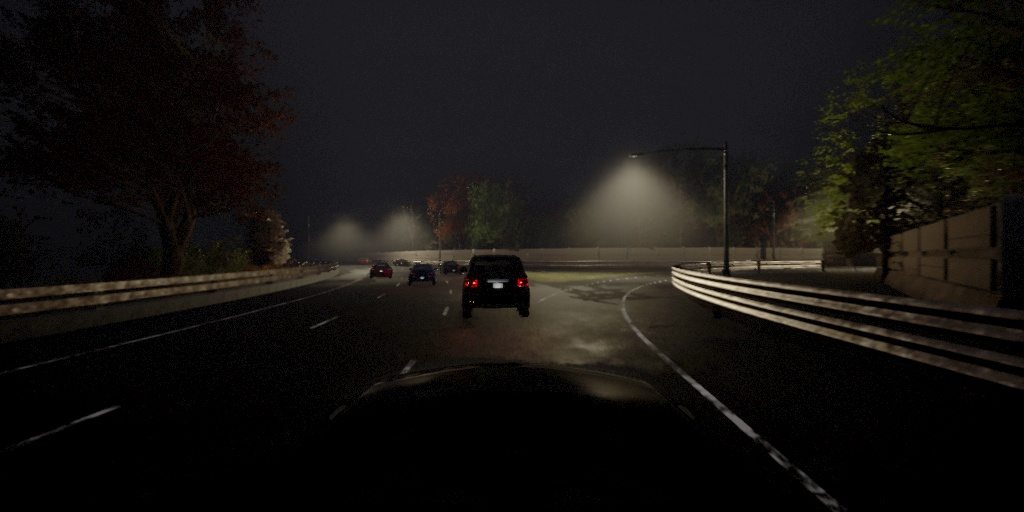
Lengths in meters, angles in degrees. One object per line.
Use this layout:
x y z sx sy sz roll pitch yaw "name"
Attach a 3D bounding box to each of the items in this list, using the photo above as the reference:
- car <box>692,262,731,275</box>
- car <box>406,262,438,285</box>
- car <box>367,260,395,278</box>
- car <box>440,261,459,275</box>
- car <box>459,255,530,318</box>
21.502 1.268 38.474 4.718 1.301 1.895 0 0 -33 "car"
-6.587 1.301 26.535 1.812 1.442 4.674 0 0 -12 "car"
-12.684 1.362 34.848 1.994 1.385 4.181 0 0 -19 "car"
-6.744 1.301 39.192 1.812 1.442 4.674 0 0 -18 "car"
-0.706 0.974 13.308 2.150 2.045 5.566 0 0 -6 "car"
